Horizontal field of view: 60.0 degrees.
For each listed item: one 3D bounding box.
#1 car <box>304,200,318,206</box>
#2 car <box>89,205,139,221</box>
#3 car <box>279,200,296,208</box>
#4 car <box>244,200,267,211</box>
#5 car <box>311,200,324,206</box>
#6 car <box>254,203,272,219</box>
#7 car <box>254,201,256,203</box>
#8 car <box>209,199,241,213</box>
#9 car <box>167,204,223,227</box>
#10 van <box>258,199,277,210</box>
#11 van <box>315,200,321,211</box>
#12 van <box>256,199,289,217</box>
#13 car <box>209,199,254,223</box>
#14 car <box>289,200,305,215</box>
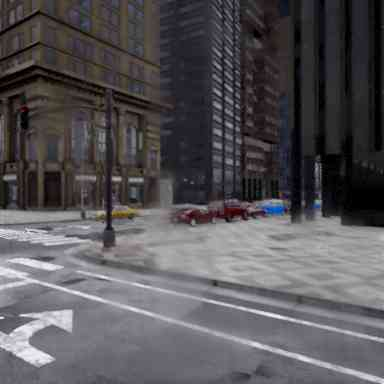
[{"bbox_3d":[28.326,2.647,78.910,1.887,1.381,4.507,-1,-1,36],"label":"car"},{"bbox_3d":[-6.877,1.819,29.763,1.752,1.417,4.829,-1,-1,36],"label":"car"},{"bbox_3d":[18.931,2.333,65.796,1.967,1.590,4.097,-1,-1,36],"label":"car"},{"bbox_3d":[10.292,2.135,53.735,1.967,1.590,4.097,-1,-1,36],"label":"car"},{"bbox_3d":[31.458,2.751,83.280,1.802,1.307,4.206,-1,-1,36],"label":"car"},{"bbox_3d":[6.082,1.997,33.190,1.802,1.307,4.206,-1,-1,36],"label":"car"},{"bbox_3d":[7.447,2.173,49.761,1.887,1.381,4.507,-1,-1,36],"label":"car"},{"bbox_3d":[4.601,1.878,45.794,2.192,1.841,5.009,-1,-1,36],"label":"car"},{"bbox_3d":[0.148,1.820,24.926,1.887,1.381,4.507,-1,-1,36],"label":"car"},{"bbox_3d":[13.136,2.101,57.709,1.690,1.788,3.998,-1,-1,36],"label":"van"},{"bbox_3d":[17.949,2.032,49.724,1.690,1.788,3.998,-1,-1,36],"label":"van"},{"bbox_3d":[9.048,1.826,37.328,1.690,1.788,3.998,-1,-1,36],"label":"van"},{"bbox_3d":[3.114,1.661,29.064,2.192,1.841,5.009,-1,-1,36],"label":"car"},{"bbox_3d":[12.015,1.869,41.460,2.192,1.841,5.009,-1,-1,36],"label":"car"}]
